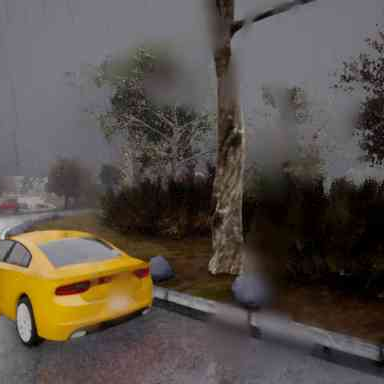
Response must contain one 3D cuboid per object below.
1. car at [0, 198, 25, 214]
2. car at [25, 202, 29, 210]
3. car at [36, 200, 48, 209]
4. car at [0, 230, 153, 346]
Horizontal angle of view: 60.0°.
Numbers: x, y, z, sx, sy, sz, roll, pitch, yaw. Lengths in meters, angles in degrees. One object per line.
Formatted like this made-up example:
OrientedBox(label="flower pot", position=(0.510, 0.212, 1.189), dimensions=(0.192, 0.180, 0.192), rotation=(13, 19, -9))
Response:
OrientedBox(label="car", position=(-24.583, 1.826, 43.098), dimensions=(2.150, 2.045, 5.566), rotation=(0, -1, 1))
OrientedBox(label="car", position=(-30.170, 2.388, 58.761), dimensions=(1.994, 1.385, 4.181), rotation=(0, 0, -18))
OrientedBox(label="car", position=(-27.568, 2.299, 61.191), dimensions=(1.882, 1.535, 5.008), rotation=(0, 0, -20))
OrientedBox(label="car", position=(-2.873, 1.496, 6.524), dimensions=(5.008, 1.535, 1.882), rotation=(-1, 0, 43))
